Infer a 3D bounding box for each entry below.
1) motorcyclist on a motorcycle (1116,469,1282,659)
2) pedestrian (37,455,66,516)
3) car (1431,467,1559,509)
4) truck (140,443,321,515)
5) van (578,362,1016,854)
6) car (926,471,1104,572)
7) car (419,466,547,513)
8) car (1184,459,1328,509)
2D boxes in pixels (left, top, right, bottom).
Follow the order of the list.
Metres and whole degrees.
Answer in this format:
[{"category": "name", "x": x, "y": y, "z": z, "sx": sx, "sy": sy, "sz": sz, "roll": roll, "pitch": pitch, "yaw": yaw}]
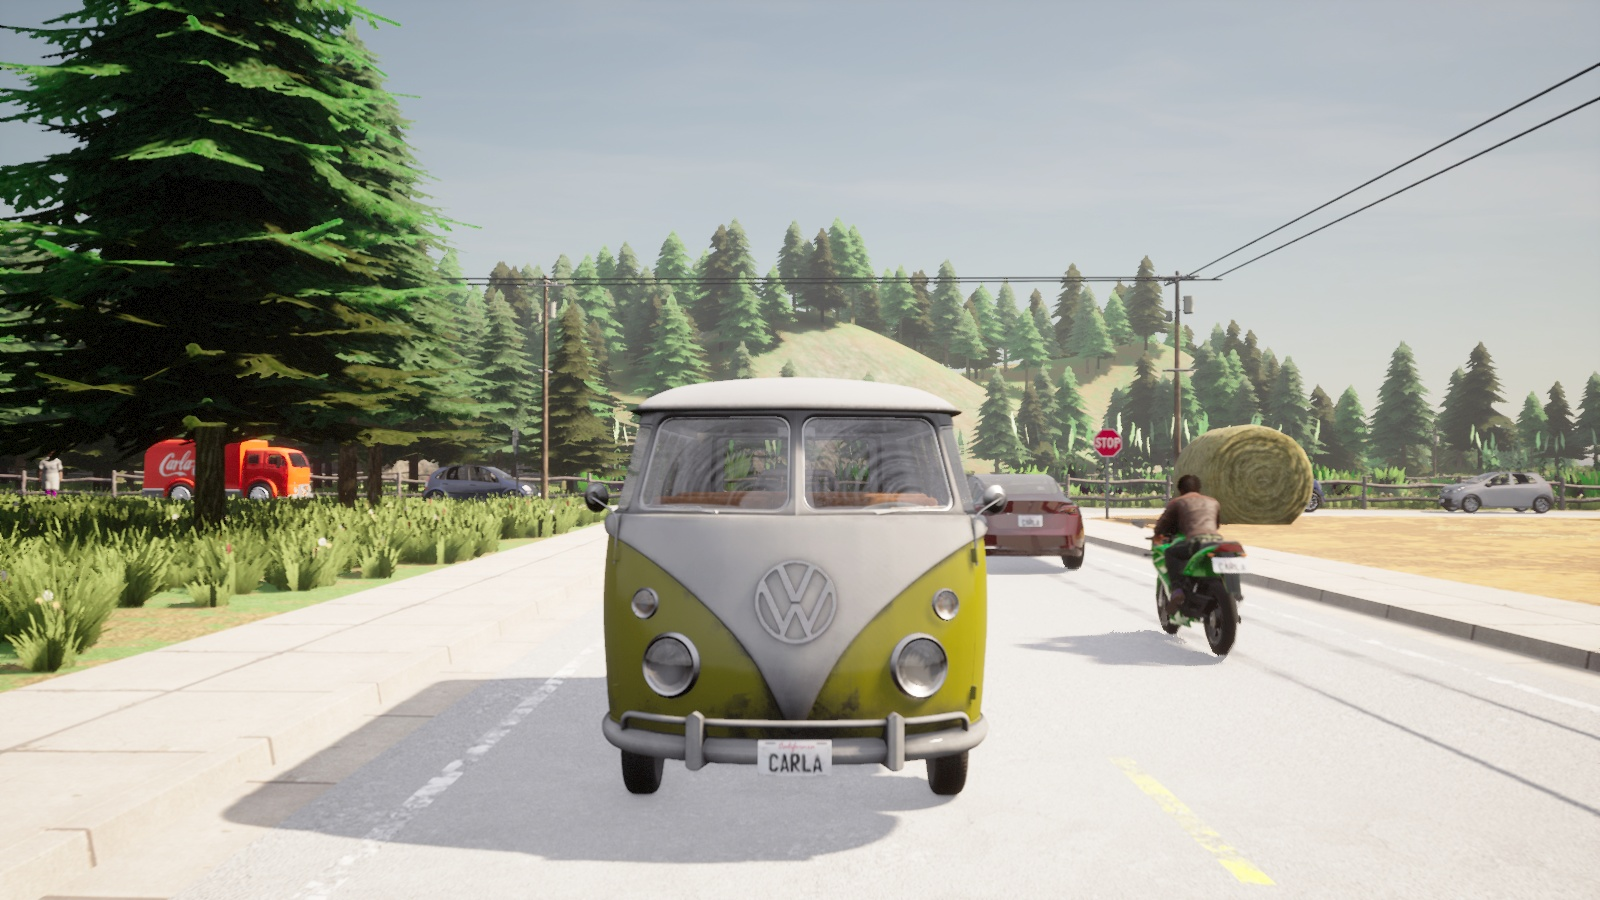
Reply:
[{"category": "motorcyclist on a motorcycle", "x": 3.474, "y": 0.943, "z": 11.148, "sx": 0.797, "sy": 1.523, "sz": 2.044, "roll": 0, "pitch": -1, "yaw": 0}, {"category": "pedestrian", "x": -24.350, "y": 1.135, "z": 40.860, "sx": 0.659, "sy": 1.952, "sz": 0.873, "roll": 0, "pitch": -1, "yaw": -19}, {"category": "car", "x": 25.302, "y": 1.364, "z": 45.825, "sx": 3.633, "sy": 1.501, "sz": 1.845, "roll": 0, "pitch": -1, "yaw": 3}, {"category": "truck", "x": -20.061, "y": 1.023, "z": 44.403, "sx": 5.204, "sy": 2.467, "sz": 2.627, "roll": 0, "pitch": -1, "yaw": 2}, {"category": "van", "x": -0.018, "y": 0.672, "z": 7.328, "sx": 1.775, "sy": 1.987, "sz": 4.442, "roll": 0, "pitch": -1, "yaw": 0}, {"category": "car", "x": 3.451, "y": 1.109, "z": 21.187, "sx": 2.163, "sy": 1.488, "sz": 4.792, "roll": 0, "pitch": -1, "yaw": 0}, {"category": "car", "x": -11.074, "y": 1.366, "z": 44.005, "sx": 3.988, "sy": 1.617, "sz": 1.851, "roll": 0, "pitch": -1, "yaw": 3}, {"category": "car", "x": 16.718, "y": 1.248, "z": 46.224, "sx": 4.553, "sy": 1.767, "sz": 2.097, "roll": 0, "pitch": -1, "yaw": 3}]
